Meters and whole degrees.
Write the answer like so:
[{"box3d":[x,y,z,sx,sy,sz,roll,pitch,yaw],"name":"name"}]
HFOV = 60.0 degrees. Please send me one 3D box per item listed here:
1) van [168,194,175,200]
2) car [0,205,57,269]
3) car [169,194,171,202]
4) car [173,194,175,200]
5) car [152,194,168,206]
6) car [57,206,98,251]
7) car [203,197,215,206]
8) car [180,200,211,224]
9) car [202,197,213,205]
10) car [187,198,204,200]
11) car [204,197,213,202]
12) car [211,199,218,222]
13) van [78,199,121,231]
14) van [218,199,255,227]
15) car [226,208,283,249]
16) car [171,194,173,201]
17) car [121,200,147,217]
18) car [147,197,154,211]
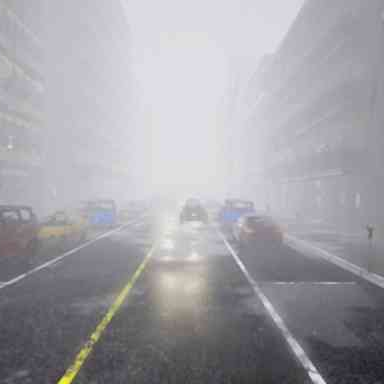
[{"box3d":[-5.664,1.407,93.910,1.690,1.788,3.998,0,0,0],"name":"van"},{"box3d":[-5.682,1.305,8.557,2.192,1.841,5.009,0,0,0],"name":"car"},{"box3d":[-5.671,1.572,65.460,1.947,1.339,4.313,0,0,0],"name":"car"},{"box3d":[-5.667,1.355,82.528,2.192,1.841,5.009,0,0,0],"name":"car"},{"box3d":[-5.672,1.309,54.078,2.192,1.841,5.009,0,0,0],"name":"car"},{"box3d":[-5.682,1.511,14.079,1.752,1.417,4.829,0,0,0],"name":"car"},{"box3d":[2.707,1.576,54.075,1.802,1.307,4.206,0,0,0],"name":"car"},{"box3d":[0.109,1.545,24.766,1.994,1.385,4.181,0,0,0],"name":"car"},{"box3d":[2.708,1.581,59.765,1.802,1.307,4.206,0,0,0],"name":"car"},{"box3d":[0.112,1.464,41.327,1.882,1.535,5.008,0,0,0],"name":"car"},{"box3d":[2.704,1.569,42.694,1.802,1.307,4.206,0,0,0],"name":"car"},{"box3d":[2.700,1.526,25.623,1.887,1.381,4.507,0,0,0],"name":"car"},{"box3d":[-5.679,1.324,19.936,1.690,1.788,3.998,0,0,0],"name":"van"},{"box3d":[2.700,1.324,19.932,1.690,1.788,3.998,0,0,0],"name":"van"},{"box3d":[2.697,1.568,14.244,1.802,1.307,4.206,0,0,0],"name":"car"},{"box3d":[-5.670,1.597,71.148,1.802,1.307,4.206,0,0,0],"name":"car"},{"box3d":[-5.678,1.508,31.147,1.752,1.417,4.829,0,0,0],"name":"car"},{"box3d":[-5.677,1.566,37.009,1.802,1.307,4.206,0,0,0],"name":"car"}]
